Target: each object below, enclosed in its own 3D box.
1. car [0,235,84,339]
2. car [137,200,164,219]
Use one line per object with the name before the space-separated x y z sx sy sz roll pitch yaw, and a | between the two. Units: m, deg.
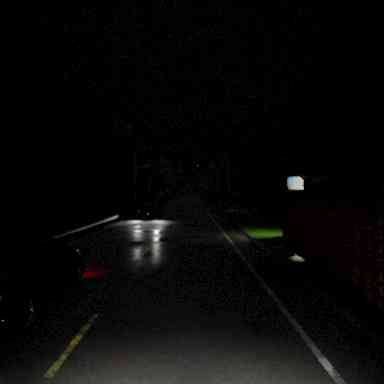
car | -3.603 1.558 6.442 1.994 1.385 4.181 0 0 -1
car | -3.506 1.496 28.819 1.837 1.490 4.892 0 0 0
